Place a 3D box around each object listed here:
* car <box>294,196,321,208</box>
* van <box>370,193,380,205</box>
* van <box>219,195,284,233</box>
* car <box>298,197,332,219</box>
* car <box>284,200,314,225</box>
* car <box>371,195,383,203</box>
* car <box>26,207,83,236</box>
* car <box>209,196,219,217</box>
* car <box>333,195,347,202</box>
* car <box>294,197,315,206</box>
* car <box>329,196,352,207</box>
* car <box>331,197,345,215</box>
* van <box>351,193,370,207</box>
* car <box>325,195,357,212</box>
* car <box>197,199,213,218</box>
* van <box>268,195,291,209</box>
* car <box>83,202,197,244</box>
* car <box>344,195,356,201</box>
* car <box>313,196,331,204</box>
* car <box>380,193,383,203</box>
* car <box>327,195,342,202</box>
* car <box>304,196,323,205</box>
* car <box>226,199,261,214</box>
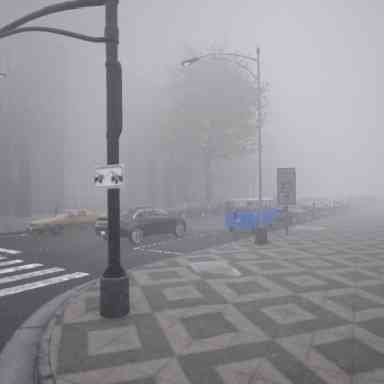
[{"bbox_3d":[15.947,1.386,45.724,2.128,1.511,4.902,-1,-1,36],"label":"car"},{"bbox_3d":[28.673,1.102,53.544,1.690,1.788,3.998,-1,-1,36],"label":"van"},{"bbox_3d":[3.378,1.212,18.393,1.690,1.788,3.998,-1,0,36],"label":"van"},{"bbox_3d":[9.704,1.385,27.179,1.887,1.381,4.507,-1,0,36],"label":"car"},{"bbox_3d":[6.543,1.422,22.785,1.947,1.339,4.313,-1,0,36],"label":"car"},{"bbox_3d":[34.999,1.303,62.330,1.947,1.339,4.313,-1,-1,36],"label":"car"},{"bbox_3d":[-6.795,1.564,18.855,1.752,1.417,4.829,-1,0,36],"label":"car"},{"bbox_3d":[2.575,1.307,31.872,2.192,1.841,5.009,-1,0,36],"label":"car"},{"bbox_3d":[33.150,1.415,74.353,1.887,1.381,4.507,-1,-1,36],"label":"car"},{"bbox_3d":[18.025,1.491,53.334,1.947,1.339,4.313,-1,0,36],"label":"car"},{"bbox_3d":[21.789,1.375,48.705,2.033,1.411,5.357,-1,-1,36],"label":"car"},{"bbox_3d":[12.867,1.408,31.574,1.802,1.307,4.206,-1,0,36],"label":"car"},{"bbox_3d":[22.349,1.127,44.756,1.690,1.788,3.998,-1,0,36],"label":"van"},{"bbox_3d":[16.028,1.363,35.967,2.008,1.369,4.403,-1,0,36],"label":"car"},{"bbox_3d":[-0.511,1.551,27.577,1.887,1.381,4.507,-1,0,36],"label":"car"},{"bbox_3d":[11.843,1.292,44.750,1.690,1.788,3.998,-1,0,36],"label":"van"},{"bbox_3d":[-2.178,1.429,15.401,2.128,1.511,4.902,-1,-1,36],"label":"car"},{"bbox_3d":[39.510,1.400,83.192,2.008,1.369,4.403,-1,-1,36],"label":"car"},{"bbox_3d":[24.203,1.453,61.921,2.008,1.369,4.403,-1,-1,36],"label":"car"},{"bbox_3d":[31.936,1.274,58.075,1.752,1.417,4.829,-1,-1,36],"label":"car"},{"bbox_3d":[29.970,1.432,69.934,2.008,1.369,4.403,-1,-1,36],"label":"car"},{"bbox_3d":[21.015,1.439,57.490,1.752,1.417,4.829,-1,0,36],"label":"car"},{"bbox_3d":[5.668,1.528,36.163,2.008,1.369,4.403,-1,0,36],"label":"car"}]
